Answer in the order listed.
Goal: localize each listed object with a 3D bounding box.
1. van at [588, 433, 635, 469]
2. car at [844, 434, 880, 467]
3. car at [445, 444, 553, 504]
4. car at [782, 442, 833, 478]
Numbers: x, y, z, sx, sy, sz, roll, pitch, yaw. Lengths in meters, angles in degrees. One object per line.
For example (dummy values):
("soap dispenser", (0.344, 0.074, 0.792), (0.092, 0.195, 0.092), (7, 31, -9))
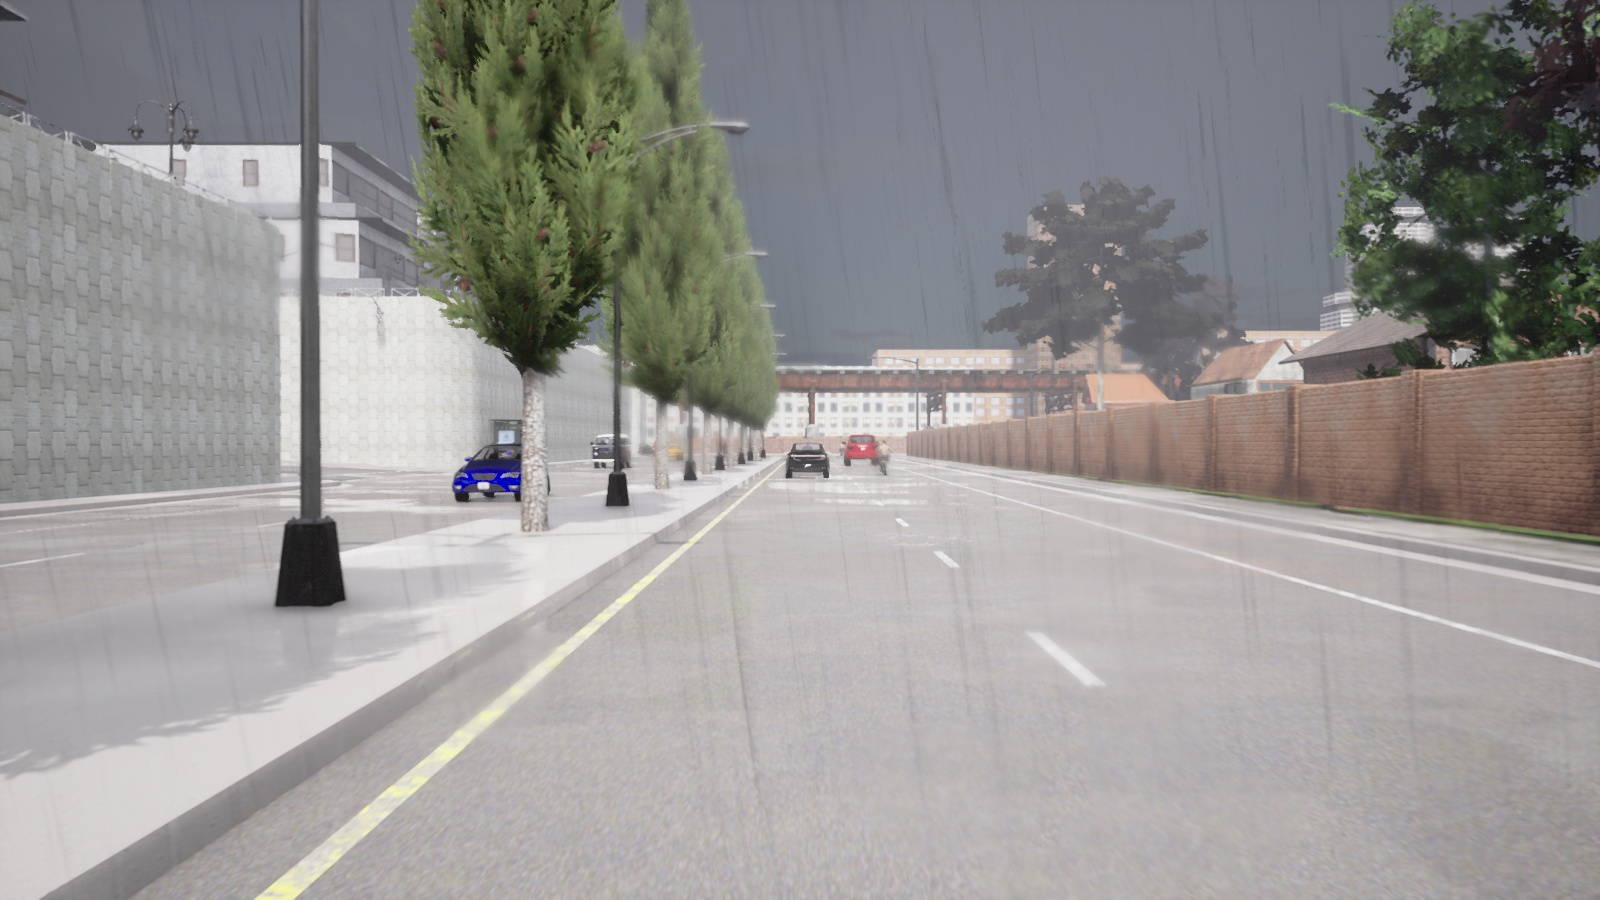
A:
("van", (-11.059, 0.045, 73.837), (2.069, 2.038, 4.480), (0, 0, 0))
("car", (3.986, 0.009, 81.672), (2.150, 2.045, 5.566), (0, 0, 0))
("car", (-7.795, 0.568, 32.895), (1.816, 1.474, 4.193), (0, 0, 0))
("car", (0.328, 0.397, 54.373), (2.128, 1.511, 4.902), (0, 0, 0))
